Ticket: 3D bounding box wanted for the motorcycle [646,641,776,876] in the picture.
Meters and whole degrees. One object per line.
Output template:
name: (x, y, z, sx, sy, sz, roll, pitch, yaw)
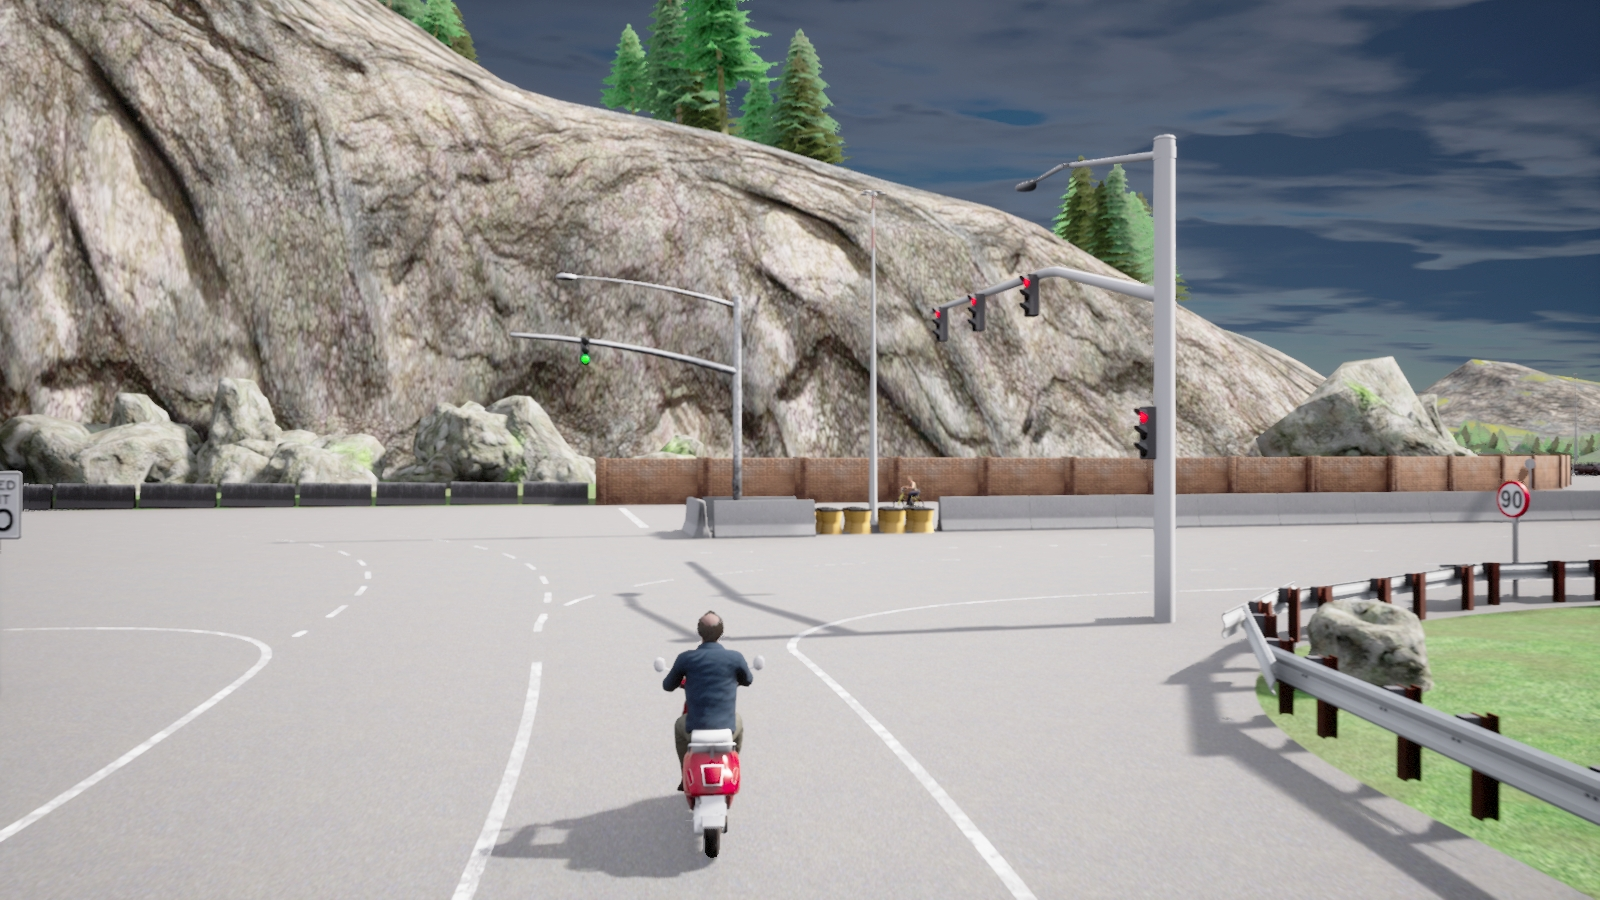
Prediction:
motorcycle: (-0.674, 2.182, 8.448, 0.856, 1.236, 1.805, 0, 0, -6)
